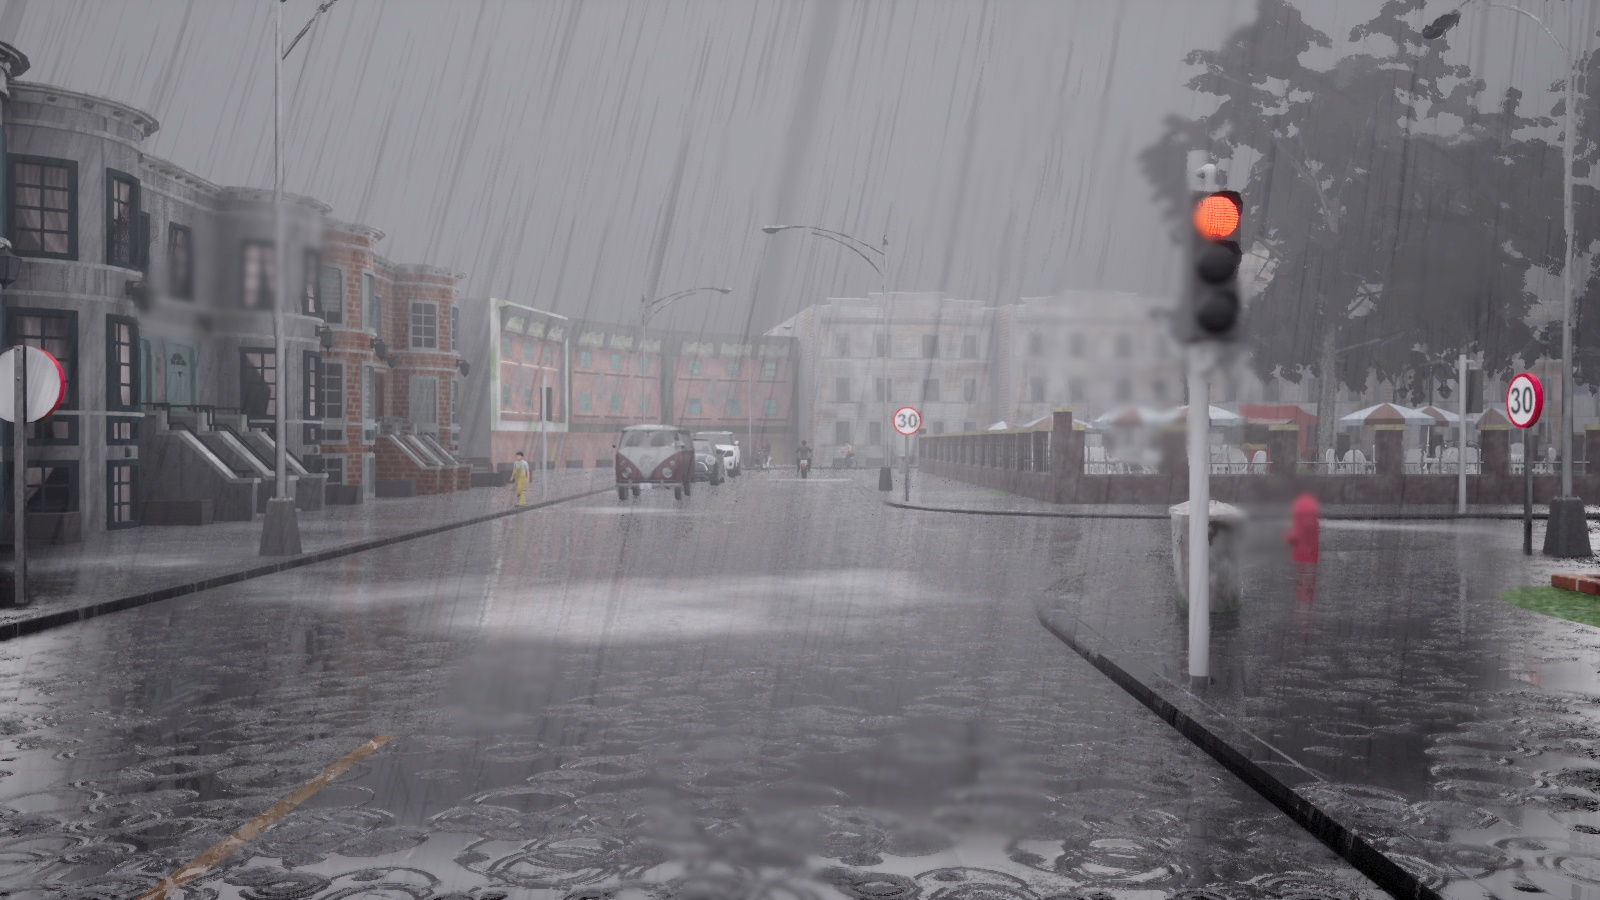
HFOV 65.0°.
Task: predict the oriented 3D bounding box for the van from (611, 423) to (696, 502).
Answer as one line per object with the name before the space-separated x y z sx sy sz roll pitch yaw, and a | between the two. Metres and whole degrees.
van | -3.879 0.305 33.872 1.775 1.987 4.442 0 0 0

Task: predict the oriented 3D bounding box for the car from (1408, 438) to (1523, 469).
car | 35.729 0.173 67.509 5.027 1.651 2.152 0 0 0

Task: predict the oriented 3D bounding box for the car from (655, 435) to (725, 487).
car | -3.852 0.349 44.720 2.097 1.767 4.553 0 0 0

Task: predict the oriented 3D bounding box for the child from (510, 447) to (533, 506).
child | -6.097 0.576 27.465 0.270 1.263 0.437 0 0 29

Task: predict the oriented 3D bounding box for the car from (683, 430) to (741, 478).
car | -3.866 0.143 56.201 2.150 2.045 5.566 0 1 1
